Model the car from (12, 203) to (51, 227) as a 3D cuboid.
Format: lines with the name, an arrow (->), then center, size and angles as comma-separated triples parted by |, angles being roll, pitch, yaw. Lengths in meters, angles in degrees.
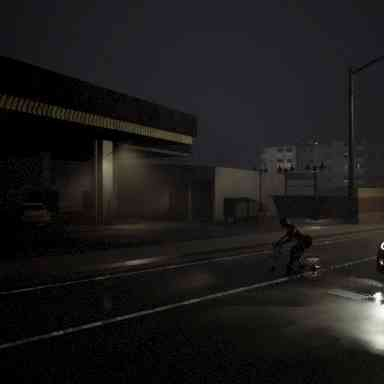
car -> -10.675, 1.456, 22.009 | 1.970, 1.475, 3.806 | 0, 0, -35

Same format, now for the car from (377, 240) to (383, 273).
car -> 7.037, 1.352, 9.122 | 4.553, 1.767, 2.097 | 0, 0, -36

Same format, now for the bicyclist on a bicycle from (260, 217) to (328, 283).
bicyclist on a bicycle -> 2.495, 1.456, 8.270 | 1.656, 1.620, 0.582 | -2, 0, 9
